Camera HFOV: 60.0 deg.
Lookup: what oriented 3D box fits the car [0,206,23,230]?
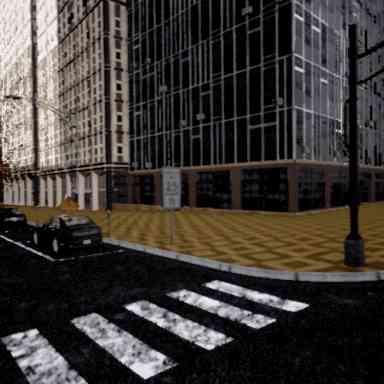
[{"bbox_3d":[-12.357,1.733,22.289,1.947,1.339,4.313,-3,1,-40],"label":"car"}]

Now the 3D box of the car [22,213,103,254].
[{"bbox_3d":[-5.169,1.587,13.634,2.008,1.369,4.403,-3,1,-40],"label":"car"}]

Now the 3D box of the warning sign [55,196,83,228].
[{"bbox_3d":[-7.466,1.174,20.145,1.300,1.860,1.060,0,1,-40],"label":"warning sign"}]
